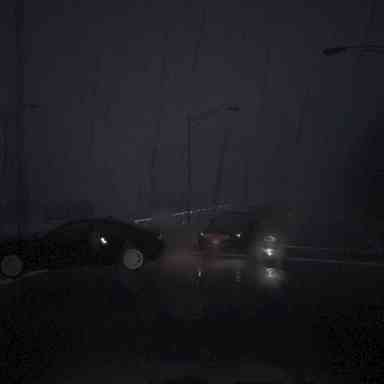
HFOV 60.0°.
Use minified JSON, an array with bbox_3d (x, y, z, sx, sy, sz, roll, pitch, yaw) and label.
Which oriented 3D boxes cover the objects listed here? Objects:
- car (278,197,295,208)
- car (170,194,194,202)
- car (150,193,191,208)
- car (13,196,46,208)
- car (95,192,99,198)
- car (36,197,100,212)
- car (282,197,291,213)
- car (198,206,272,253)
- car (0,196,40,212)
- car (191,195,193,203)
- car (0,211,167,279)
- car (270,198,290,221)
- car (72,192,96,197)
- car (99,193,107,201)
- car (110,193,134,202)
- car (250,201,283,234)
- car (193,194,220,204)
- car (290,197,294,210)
[{"bbox_3d":[13.596,1.468,47.653,2.128,1.511,4.902,0,0,19],"label":"car"},{"bbox_3d":[-2.024,1.258,68.675,4.514,1.523,2.007,0,0,19],"label":"car"},{"bbox_3d":[-2.917,1.074,41.759,4.605,1.855,1.932,0,0,19],"label":"car"},{"bbox_3d":[-21.645,1.273,44.288,3.633,1.501,1.845,0,0,19],"label":"car"},{"bbox_3d":[-21.776,1.298,67.993,3.806,1.475,1.970,0,0,19],"label":"car"},{"bbox_3d":[-9.006,1.356,24.201,3.633,1.501,1.845,0,0,19],"label":"car"},{"bbox_3d":[7.785,1.487,30.488,1.837,1.490,4.892,0,0,19],"label":"car"},{"bbox_3d":[1.832,1.514,13.876,1.812,1.442,4.674,0,0,24],"label":"car"},{"bbox_3d":[-15.079,1.356,29.404,3.806,1.475,1.970,0,0,19],"label":"car"},{"bbox_3d":[-2.376,1.053,44.644,3.866,1.878,1.905,0,0,19],"label":"car"},{"bbox_3d":[-3.271,1.475,9.857,5.008,1.535,1.882,0,0,-15],"label":"car"},{"bbox_3d":[5.901,1.475,24.927,2.128,1.511,4.902,0,0,19],"label":"car"},{"bbox_3d":[-18.401,1.249,53.739,4.514,1.523,2.007,0,0,19],"label":"car"},{"bbox_3d":[-20.131,1.014,70.946,3.866,1.878,1.905,0,0,19],"label":"car"},{"bbox_3d":[-13.732,1.046,65.310,4.605,1.855,1.932,0,0,19],"label":"car"},{"bbox_3d":[3.984,1.490,19.282,1.837,1.490,4.892,0,0,19],"label":"car"},{"bbox_3d":[1.727,1.126,56.763,5.027,1.636,2.152,0,0,19],"label":"car"},{"bbox_3d":[9.830,1.544,36.525,1.994,1.385,4.181,0,0,19],"label":"car"}]
